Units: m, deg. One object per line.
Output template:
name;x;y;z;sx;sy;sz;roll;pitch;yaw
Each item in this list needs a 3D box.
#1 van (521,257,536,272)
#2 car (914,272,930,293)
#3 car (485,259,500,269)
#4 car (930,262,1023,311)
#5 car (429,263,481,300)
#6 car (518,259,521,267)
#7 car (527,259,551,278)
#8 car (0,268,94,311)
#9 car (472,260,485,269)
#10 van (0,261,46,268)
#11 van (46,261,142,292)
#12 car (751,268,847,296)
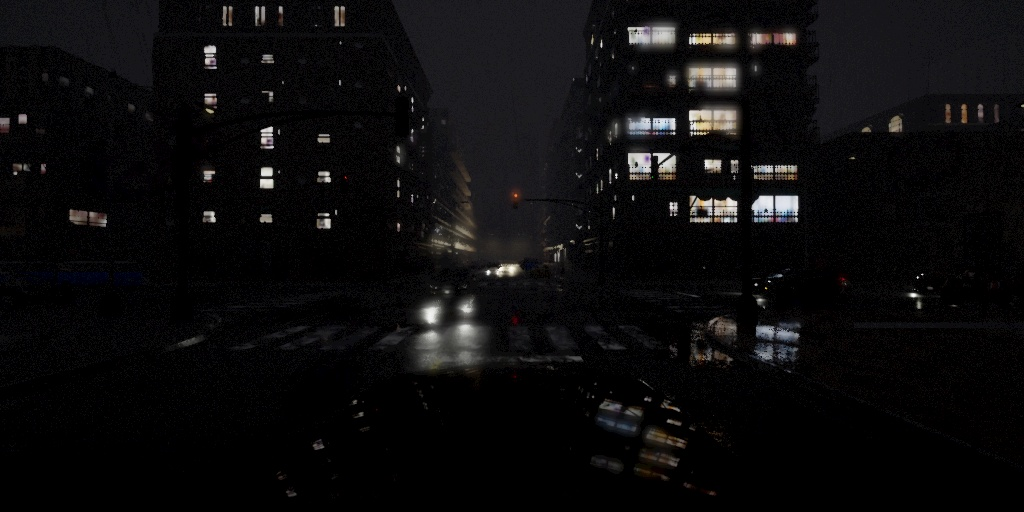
van;2.495;1.129;47.418;1.690;1.789;3.998;0;0;0
car;23.857;1.076;18.514;4.553;1.767;2.097;0;-1;1
car;-2.873;1.367;55.763;1.895;1.301;4.718;0;0;0
car;18.663;1.105;13.157;4.097;1.591;1.967;0;0;1
car;-2.786;1.283;17.771;1.837;1.490;4.892;0;0;0
car;2.450;1.111;53.071;2.192;1.841;5.009;0;0;0
car;2.624;1.297;33.585;1.751;1.417;4.829;0;0;0
car;-19.364;1.293;13.664;4.403;1.370;2.007;0;0;1
car;-5.431;1.379;52.995;1.802;1.307;4.207;0;0;0
van;-30.447;1.206;21.691;3.998;1.789;1.690;0;0;1
van;-24.853;1.195;21.617;3.998;1.789;1.690;0;0;1
car;14.688;1.308;18.635;4.181;1.385;1.994;0;-1;1
